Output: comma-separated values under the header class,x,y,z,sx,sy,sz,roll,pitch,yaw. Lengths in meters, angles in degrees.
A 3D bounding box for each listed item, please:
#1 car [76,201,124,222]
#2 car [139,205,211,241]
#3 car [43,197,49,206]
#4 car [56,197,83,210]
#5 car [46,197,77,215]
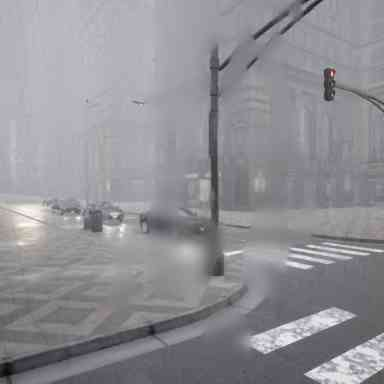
class,x,y,z,sx,sy,sz,roll,pitch,yaw
car,-6.862,1.480,25.462,2.128,1.511,4.902,0,0,-36
car,-0.947,1.470,17.175,1.882,1.535,5.008,0,0,-36
car,-22.043,1.446,52.076,1.812,1.442,4.674,0,0,-36
car,-16.401,1.489,44.262,2.033,1.411,5.357,0,0,-35
car,-13.010,1.518,34.093,2.033,1.411,5.357,0,0,-35
